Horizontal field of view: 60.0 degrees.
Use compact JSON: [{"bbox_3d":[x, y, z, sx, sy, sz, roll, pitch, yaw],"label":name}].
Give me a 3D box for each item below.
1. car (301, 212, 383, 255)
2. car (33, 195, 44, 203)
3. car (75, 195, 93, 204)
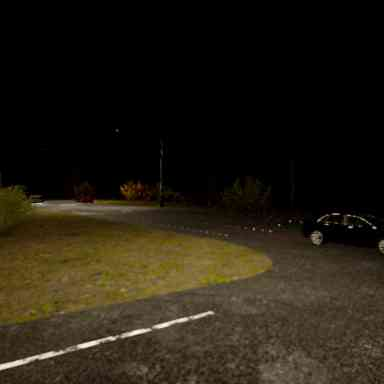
[{"bbox_3d":[7.007,1.628,13.952,1.837,1.490,4.892,1,0,-37],"label":"car"},{"bbox_3d":[-28.833,1.327,62.022,2.128,1.511,4.902,1,0,-32],"label":"car"},{"bbox_3d":[-19.722,1.248,60.692,2.097,1.767,4.553,1,0,-37],"label":"car"}]
